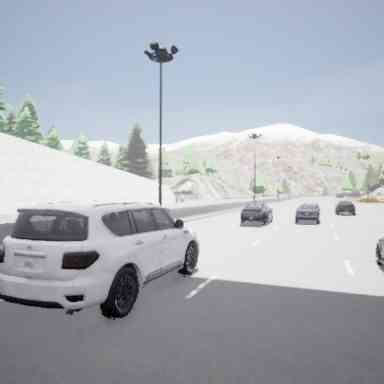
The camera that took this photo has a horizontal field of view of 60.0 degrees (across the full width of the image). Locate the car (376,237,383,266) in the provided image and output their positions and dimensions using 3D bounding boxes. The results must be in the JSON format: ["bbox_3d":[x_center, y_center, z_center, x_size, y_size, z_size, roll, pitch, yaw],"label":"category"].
[{"bbox_3d":[6.379,1.628,9.040,1.994,1.385,4.181,0,0,21],"label":"car"}]

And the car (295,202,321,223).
[{"bbox_3d":[9.317,1.683,26.695,2.033,1.411,5.357,0,0,21],"label":"car"}]

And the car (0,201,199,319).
[{"bbox_3d":[-1.622,1.234,7.764,2.150,2.045,5.566,0,0,21],"label":"car"}]

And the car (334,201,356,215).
[{"bbox_3d":[16.882,1.716,36.745,1.837,1.490,4.892,0,0,21],"label":"car"}]

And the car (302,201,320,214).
[{"bbox_3d":[14.167,1.803,39.453,1.895,1.301,4.718,0,0,21],"label":"car"}]

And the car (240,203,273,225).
[{"bbox_3d":[4.934,1.596,25.012,2.128,1.511,4.902,0,0,21],"label":"car"}]
